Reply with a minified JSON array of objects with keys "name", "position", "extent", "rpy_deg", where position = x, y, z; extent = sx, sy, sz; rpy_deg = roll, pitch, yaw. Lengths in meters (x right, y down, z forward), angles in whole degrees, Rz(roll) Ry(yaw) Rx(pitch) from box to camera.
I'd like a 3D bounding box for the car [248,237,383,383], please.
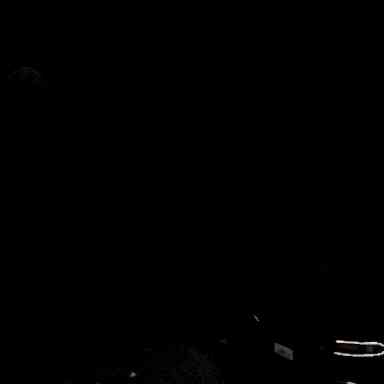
[{"name":"car","position":[3.043,1.488,5.105],"extent":[5.008,1.535,1.882],"rpy_deg":[0,0,-35]}]
